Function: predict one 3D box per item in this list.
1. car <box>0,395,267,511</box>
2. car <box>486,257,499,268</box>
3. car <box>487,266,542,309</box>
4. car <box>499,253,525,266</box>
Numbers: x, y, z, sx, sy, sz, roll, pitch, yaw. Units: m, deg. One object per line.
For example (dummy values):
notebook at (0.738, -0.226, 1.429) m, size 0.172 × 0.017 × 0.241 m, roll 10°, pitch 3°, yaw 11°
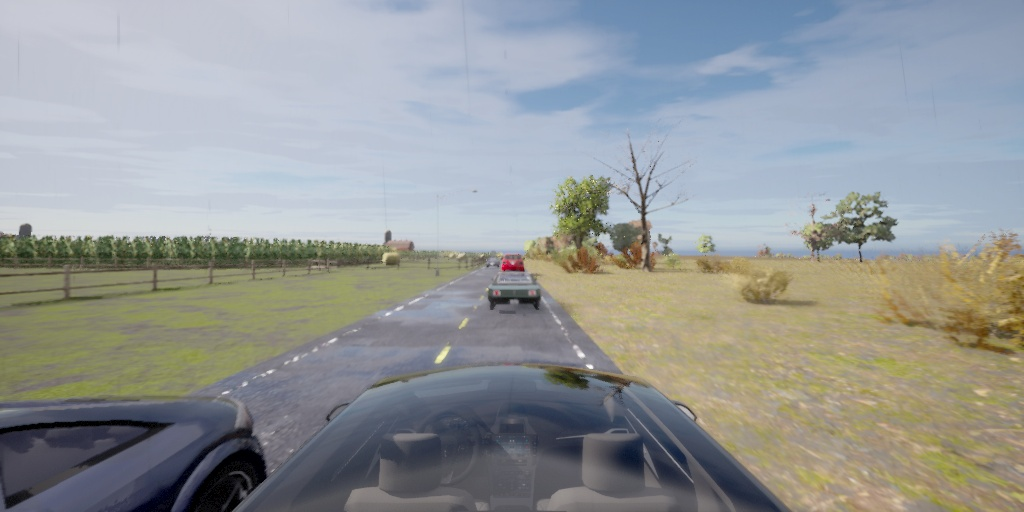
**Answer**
car at (-2.749, 1.320, 0.841) m, size 1.994 × 1.385 × 4.181 m, roll 0°, pitch 0°, yaw 0°
car at (-2.768, 0.947, 52.727) m, size 2.128 × 1.511 × 4.902 m, roll 0°, pitch 0°, yaw 0°
car at (0.091, 1.272, 14.376) m, size 1.895 × 1.301 × 4.718 m, roll 0°, pitch 0°, yaw 0°
car at (0.087, 0.764, 35.637) m, size 2.150 × 2.045 × 5.566 m, roll 0°, pitch 0°, yaw 0°
